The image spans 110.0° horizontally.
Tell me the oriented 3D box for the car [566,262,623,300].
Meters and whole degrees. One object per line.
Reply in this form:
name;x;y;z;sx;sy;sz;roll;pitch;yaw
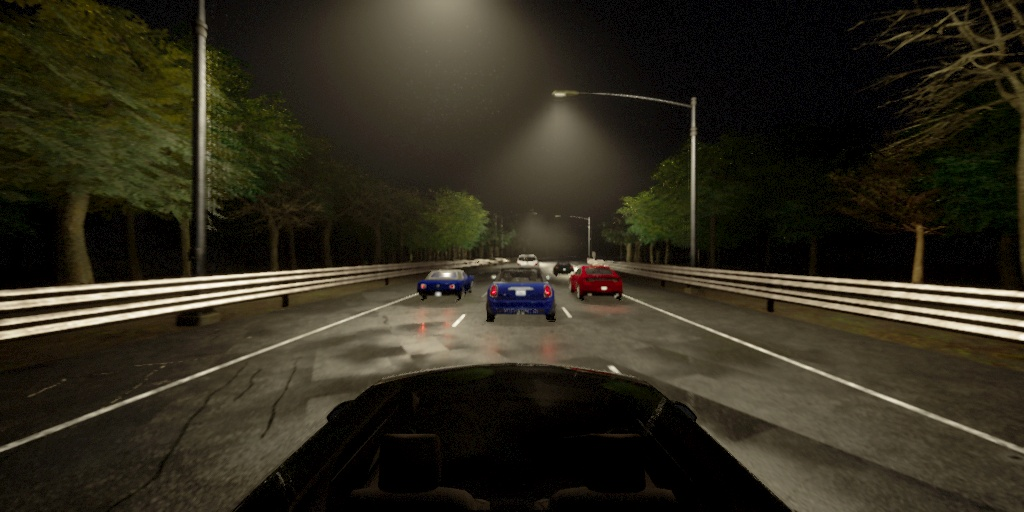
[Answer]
car;3.991;1.207;17.617;1.882;1.535;5.008;0;0;2

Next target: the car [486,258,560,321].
car;0.311;1.084;12.525;2.097;1.767;4.553;0;0;2

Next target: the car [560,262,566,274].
car;5.275;1.264;36.852;1.994;1.385;4.181;0;0;5

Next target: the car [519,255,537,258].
car;1.590;0.919;35.061;2.150;2.045;5.566;0;0;5

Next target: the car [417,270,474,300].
car;-3.031;1.321;17.397;1.895;1.301;4.718;0;0;2
